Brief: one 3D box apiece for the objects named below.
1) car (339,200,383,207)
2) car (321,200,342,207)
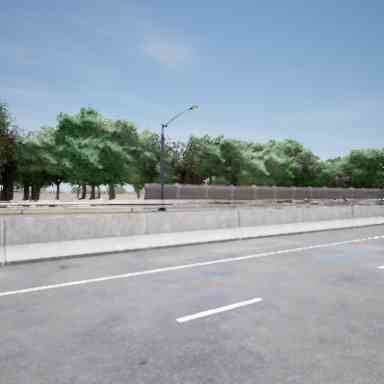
[{"bbox_3d":[17.330,1.771,33.540,4.718,1.301,1.895,0,0,-35],"label":"car"},{"bbox_3d":[16.262,1.682,37.073,4.892,1.490,1.837,0,0,-35],"label":"car"}]
